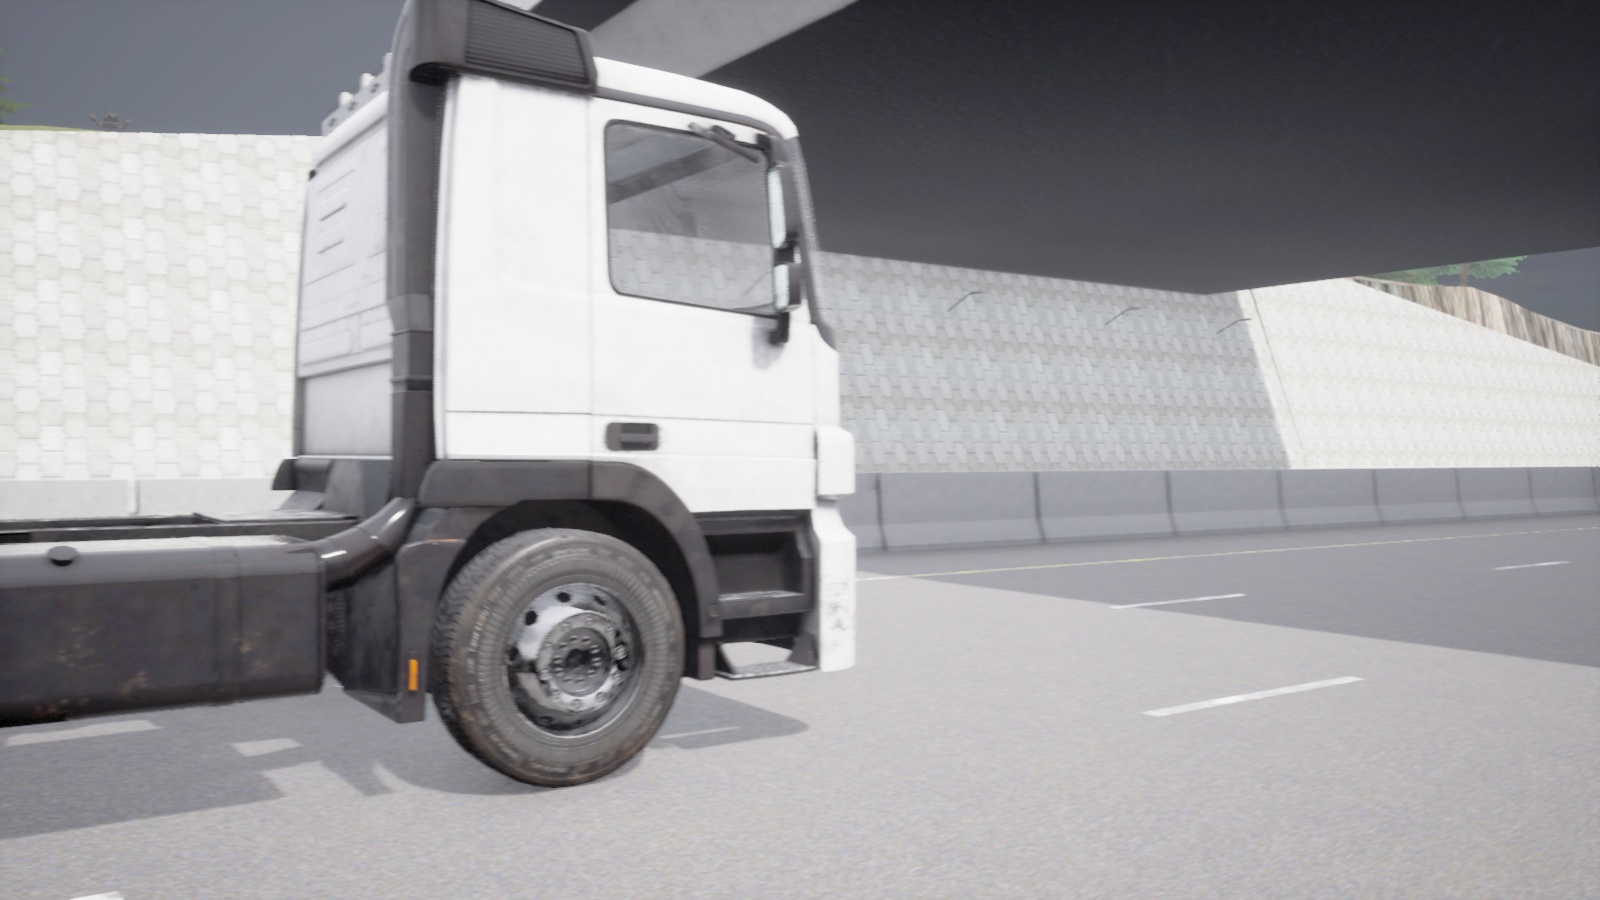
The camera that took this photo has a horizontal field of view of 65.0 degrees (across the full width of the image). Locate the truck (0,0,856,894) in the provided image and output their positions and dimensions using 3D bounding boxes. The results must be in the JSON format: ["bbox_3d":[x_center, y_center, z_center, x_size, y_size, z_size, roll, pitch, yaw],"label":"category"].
[{"bbox_3d":[-3.802,-0.216,5.281,7.936,3.462,2.891,0,0,-35],"label":"truck"}]
